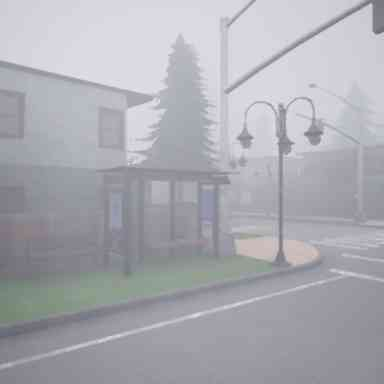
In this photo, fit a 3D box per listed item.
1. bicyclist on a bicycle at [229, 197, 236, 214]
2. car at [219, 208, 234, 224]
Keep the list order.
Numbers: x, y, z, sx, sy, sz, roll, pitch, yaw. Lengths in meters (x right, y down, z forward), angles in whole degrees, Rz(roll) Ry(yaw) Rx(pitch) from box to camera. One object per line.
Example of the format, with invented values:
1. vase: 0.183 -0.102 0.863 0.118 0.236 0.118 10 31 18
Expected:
1. bicyclist on a bicycle: 3.678 1.310 31.332 0.582 1.620 1.656 0 0 44
2. car: 0.726 1.503 23.302 1.837 1.490 4.892 0 0 -43
